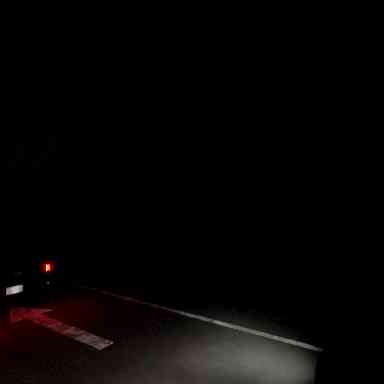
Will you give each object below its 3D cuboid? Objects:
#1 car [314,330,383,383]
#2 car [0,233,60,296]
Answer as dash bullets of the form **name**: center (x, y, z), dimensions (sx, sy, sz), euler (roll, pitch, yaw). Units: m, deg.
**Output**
- **car**: center (3.066, 1.525, 1.730), dimensions (4.674, 1.442, 1.812), euler (0, 0, 36)
- **car**: center (-5.225, 1.604, 7.731), dimensions (4.718, 1.301, 1.895), euler (0, 0, 36)
